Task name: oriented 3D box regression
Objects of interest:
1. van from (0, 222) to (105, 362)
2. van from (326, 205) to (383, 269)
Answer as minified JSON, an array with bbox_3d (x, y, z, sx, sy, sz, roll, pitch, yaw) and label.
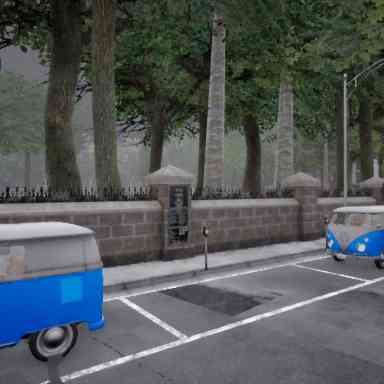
[{"bbox_3d":[-3.167,1.341,4.275,3.998,1.788,1.690,0,0,-36],"label":"van"},{"bbox_3d":[6.040,1.337,10.854,3.998,1.788,1.690,0,0,-36],"label":"van"}]
